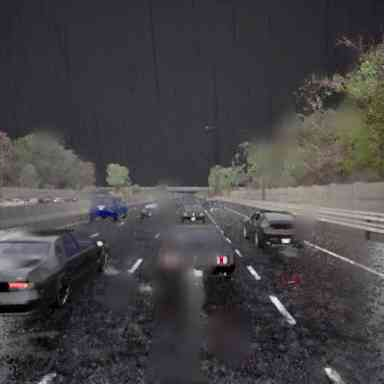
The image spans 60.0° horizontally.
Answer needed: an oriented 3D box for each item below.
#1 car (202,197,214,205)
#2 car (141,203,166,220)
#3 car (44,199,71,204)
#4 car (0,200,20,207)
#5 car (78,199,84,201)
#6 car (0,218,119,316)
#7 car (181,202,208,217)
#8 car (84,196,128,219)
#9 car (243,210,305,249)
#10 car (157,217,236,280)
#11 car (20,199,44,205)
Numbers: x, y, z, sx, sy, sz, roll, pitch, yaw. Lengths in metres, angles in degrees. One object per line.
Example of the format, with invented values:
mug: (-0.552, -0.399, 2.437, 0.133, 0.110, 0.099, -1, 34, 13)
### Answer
car: (3.511, 1.905, 69.472, 1.812, 1.442, 4.674, 0, 0, 0)
car: (-3.395, 1.677, 29.706, 1.812, 1.442, 4.674, 0, 0, 0)
car: (-21.031, 1.825, 53.296, 2.033, 1.411, 5.357, 0, 0, 1)
car: (-28.036, 1.868, 51.480, 1.895, 1.301, 4.718, 0, 0, 1)
car: (-17.540, 1.846, 54.040, 1.994, 1.385, 4.181, 0, 0, 1)
car: (-3.398, 1.587, 7.860, 2.033, 1.411, 5.357, 0, 0, 0)
car: (0.108, 1.739, 27.219, 1.895, 1.301, 4.718, 0, 0, 0)
car: (-6.898, 1.363, 27.931, 2.150, 2.045, 5.566, 0, 0, 0)
car: (3.502, 1.576, 14.817, 1.837, 1.490, 4.892, 0, 0, 0)
car: (0.105, 1.652, 10.101, 1.895, 1.301, 4.718, 0, 0, 0)
car: (-24.547, 1.797, 52.190, 1.812, 1.442, 4.674, 0, 0, 1)
